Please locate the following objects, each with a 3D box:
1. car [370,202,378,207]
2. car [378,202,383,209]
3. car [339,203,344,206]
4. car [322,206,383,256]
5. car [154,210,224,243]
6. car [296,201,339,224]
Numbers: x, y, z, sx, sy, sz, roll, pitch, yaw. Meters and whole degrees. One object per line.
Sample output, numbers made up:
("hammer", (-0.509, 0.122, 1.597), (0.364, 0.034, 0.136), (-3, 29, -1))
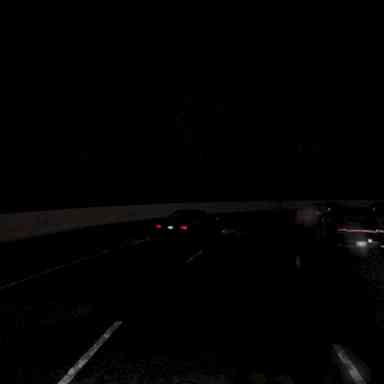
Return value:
("car", (20.872, 1.761, 36.247), (4.181, 1.385, 1.994), (0, 0, -34))
("car", (19.748, 1.778, 31.335), (4.718, 1.301, 1.895), (0, 0, -39))
("car", (15.380, 1.729, 37.026), (5.357, 1.411, 2.033), (0, 0, -37))
("car", (6.650, 1.562, 13.669), (2.128, 1.511, 4.902), (0, 0, 20))
("car", (0.026, 1.607, 16.726), (2.033, 1.411, 5.357), (0, 0, 22))
("car", (9.649, 1.687, 25.851), (1.994, 1.385, 4.181), (0, 0, 37))
